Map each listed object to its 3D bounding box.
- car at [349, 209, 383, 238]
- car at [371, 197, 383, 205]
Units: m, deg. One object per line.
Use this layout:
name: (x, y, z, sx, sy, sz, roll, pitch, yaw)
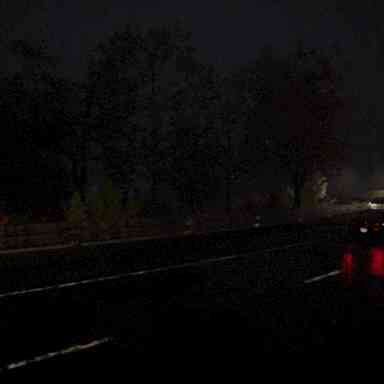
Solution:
car: (9.569, 1.595, 17.015, 1.812, 1.442, 4.674, 0, 0, 45)
car: (37.011, 1.736, 65.661, 1.837, 1.490, 4.892, 0, 0, 12)
